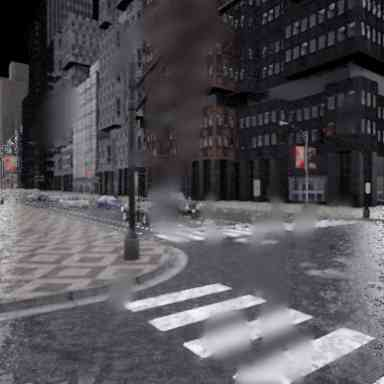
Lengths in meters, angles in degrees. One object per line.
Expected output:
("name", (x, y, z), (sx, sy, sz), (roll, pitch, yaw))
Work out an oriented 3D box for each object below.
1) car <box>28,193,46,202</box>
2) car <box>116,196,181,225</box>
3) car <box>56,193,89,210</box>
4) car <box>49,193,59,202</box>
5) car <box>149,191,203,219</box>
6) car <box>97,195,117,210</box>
("car", (-23.680, 0.832, 50.707), (1.994, 1.385, 4.181), (0, 1, -36))
("car", (-3.003, 1.261, 21.865), (1.837, 1.490, 4.892), (0, 1, -36))
("car", (-12.405, 1.129, 34.904), (1.895, 1.301, 4.718), (0, 1, -36))
("car", (-21.023, 0.839, 52.579), (1.895, 1.301, 4.718), (0, 1, -36))
("car", (-1.498, 0.948, 25.342), (2.150, 2.045, 5.566), (0, 1, -36))
("car", (-8.633, 1.080, 35.232), (1.812, 1.442, 4.674), (0, 1, -36))
